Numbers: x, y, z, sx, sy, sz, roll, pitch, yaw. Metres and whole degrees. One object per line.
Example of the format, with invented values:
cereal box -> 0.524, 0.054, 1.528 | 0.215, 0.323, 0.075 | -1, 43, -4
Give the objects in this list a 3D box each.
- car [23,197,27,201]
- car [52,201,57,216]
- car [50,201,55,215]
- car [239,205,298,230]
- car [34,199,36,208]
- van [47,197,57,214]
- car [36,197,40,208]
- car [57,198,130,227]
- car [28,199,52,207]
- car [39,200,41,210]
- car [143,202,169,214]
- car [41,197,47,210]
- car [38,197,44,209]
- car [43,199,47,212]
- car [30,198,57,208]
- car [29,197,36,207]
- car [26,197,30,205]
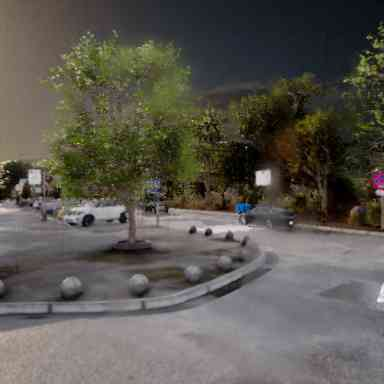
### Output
car -> -39.141, 2.591, 83.924 | 2.231, 1.521, 4.892 | -2, -1, 41
car -> -9.929, 1.833, 31.540 | 1.946, 1.575, 5.366 | -1, 0, 41
car -> -11.517, 1.910, 34.022 | 2.002, 1.452, 4.674 | -1, 0, 41
car -> 5.180, 1.708, 23.122 | 1.837, 1.490, 4.892 | 1, -1, -26
car -> -21.679, 2.134, 52.441 | 2.163, 1.488, 4.792 | -2, -1, 41
van -> -13.047, 1.678, 36.558 | 1.878, 1.987, 4.442 | -1, 0, 41
car -> -20.218, 1.943, 49.807 | 2.185, 1.767, 4.553 | -1, 0, 41
car -> -7.136, 1.522, 26.124 | 2.435, 2.045, 5.566 | -1, 0, 41
car -> -34.763, 2.499, 76.061 | 2.002, 1.452, 4.674 | -2, -1, 41
car -> -17.339, 2.041, 44.530 | 2.002, 1.452, 4.674 | -1, 0, 41
car -> -4.511, 1.916, 41.020 | 2.128, 1.511, 4.902 | 0, -1, -29
car -> -15.912, 1.843, 41.884 | 2.185, 1.767, 4.553 | -1, 0, 41
car -> -18.767, 1.909, 47.180 | 2.185, 1.767, 4.553 | -1, 0, 41
car -> -14.420, 1.935, 39.276 | 2.097, 1.535, 5.008 | -1, 0, 41
car -> -30.425, 2.208, 68.164 | 2.185, 1.767, 4.553 | -2, -1, 41
car -> -23.133, 1.888, 55.069 | 2.435, 2.045, 5.566 | -2, -1, 41
car -> -27.500, 2.002, 62.957 | 2.435, 2.045, 5.566 | -2, -1, 41
